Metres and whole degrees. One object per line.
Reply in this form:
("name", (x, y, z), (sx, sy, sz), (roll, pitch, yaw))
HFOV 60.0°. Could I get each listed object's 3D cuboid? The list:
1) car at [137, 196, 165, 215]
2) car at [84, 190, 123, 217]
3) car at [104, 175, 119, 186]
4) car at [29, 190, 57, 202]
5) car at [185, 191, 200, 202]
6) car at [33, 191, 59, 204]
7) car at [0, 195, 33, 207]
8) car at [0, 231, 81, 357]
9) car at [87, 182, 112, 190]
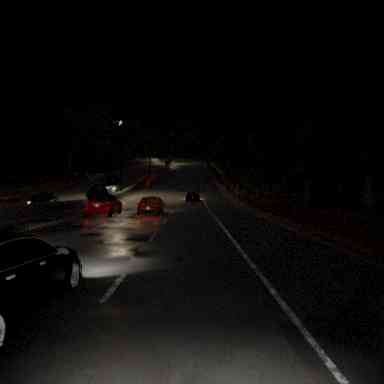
("car", (-3.410, 1.062, 28.135), (1.882, 1.535, 5.008), (0, 0, 0))
("car", (-6.909, 0.964, 26.321), (2.097, 1.767, 4.553), (0, 1, 0))
("car", (-17.498, -2.589, 72.444), (2.150, 2.045, 5.566), (0, 7, 0))
("car", (-21.072, 0.519, 47.191), (1.994, 1.385, 4.181), (0, 4, 0))
("car", (0.083, 0.553, 46.750), (1.994, 1.385, 4.181), (0, 4, 0))
("car", (-17.583, 0.900, 39.895), (1.994, 1.385, 4.181), (0, 2, 0))
("car", (-14.094, 1.114, 24.556), (1.882, 1.535, 5.008), (0, 1, 0))
("car", (-3.402, 1.419, 5.608), (1.837, 1.490, 4.892), (0, 0, 0))
("car", (-14.036, 0.023, 49.288), (2.150, 2.045, 5.566), (0, 5, 1))
